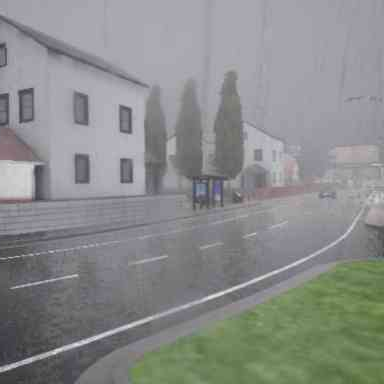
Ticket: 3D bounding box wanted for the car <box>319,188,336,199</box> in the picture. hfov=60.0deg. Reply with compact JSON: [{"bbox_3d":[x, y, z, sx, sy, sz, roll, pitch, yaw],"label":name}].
[{"bbox_3d":[19.607,0.184,47.923,2.128,1.511,4.902,0,1,30],"label":"car"}]
